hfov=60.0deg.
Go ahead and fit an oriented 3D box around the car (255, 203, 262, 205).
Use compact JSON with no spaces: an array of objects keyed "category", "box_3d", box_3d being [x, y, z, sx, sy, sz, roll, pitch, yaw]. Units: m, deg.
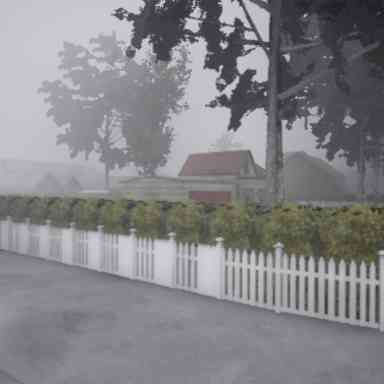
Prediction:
[{"category":"car","box_3d":[3.382,1.255,16.547,4.181,1.381,1.994,0,0,35]}]
